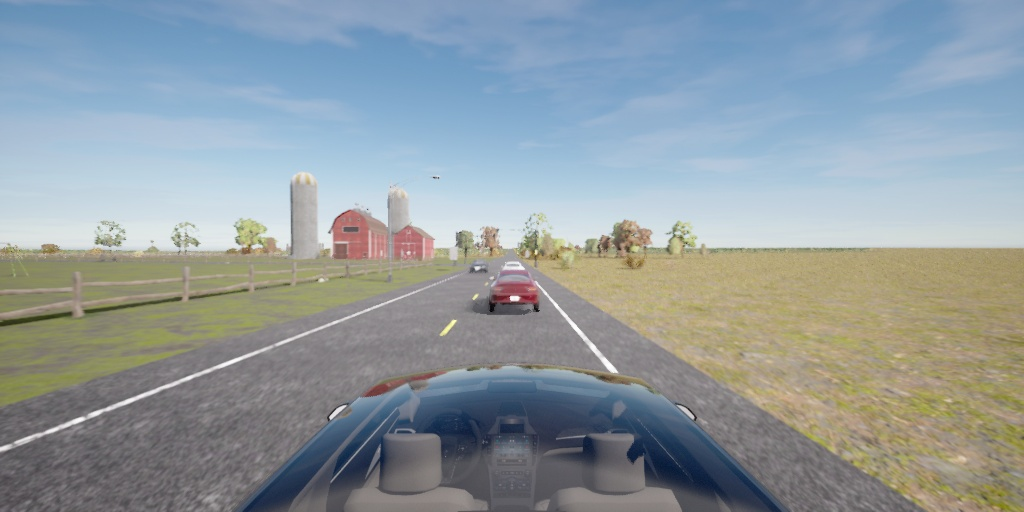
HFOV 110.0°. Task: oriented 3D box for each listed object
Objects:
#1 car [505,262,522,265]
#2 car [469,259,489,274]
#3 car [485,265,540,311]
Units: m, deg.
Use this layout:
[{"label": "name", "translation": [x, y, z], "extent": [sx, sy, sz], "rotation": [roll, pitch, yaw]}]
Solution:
[{"label": "car", "translation": [0.097, 1.192, 29.413], "extent": [1.812, 1.442, 4.674], "rotation": [0, 0, 0]}, {"label": "car", "translation": [-3.577, 1.124, 39.644], "extent": [2.128, 1.511, 4.902], "rotation": [0, 0, 0]}, {"label": "car", "translation": [0.084, 1.240, 14.227], "extent": [1.812, 1.442, 4.674], "rotation": [0, 0, 0]}]
